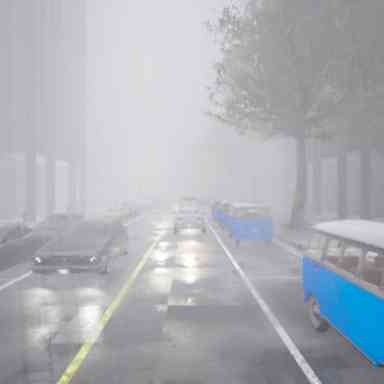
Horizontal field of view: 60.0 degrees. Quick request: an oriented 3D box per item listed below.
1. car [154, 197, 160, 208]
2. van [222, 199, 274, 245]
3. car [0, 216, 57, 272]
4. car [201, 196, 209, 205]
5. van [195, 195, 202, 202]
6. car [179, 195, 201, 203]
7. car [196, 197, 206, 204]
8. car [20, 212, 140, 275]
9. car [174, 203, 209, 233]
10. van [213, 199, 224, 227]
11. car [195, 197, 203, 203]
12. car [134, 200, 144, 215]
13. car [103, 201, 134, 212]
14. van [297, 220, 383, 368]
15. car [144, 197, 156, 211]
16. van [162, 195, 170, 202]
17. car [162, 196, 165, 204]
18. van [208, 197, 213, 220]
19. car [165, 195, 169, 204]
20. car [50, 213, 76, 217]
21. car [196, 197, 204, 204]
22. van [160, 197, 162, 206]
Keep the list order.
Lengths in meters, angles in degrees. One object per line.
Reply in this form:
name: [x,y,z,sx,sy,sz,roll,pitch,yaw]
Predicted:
car: [-6.361,1.807,49.139,2.008,1.369,4.403,0,0,-1]
van: [2.581,1.403,15.543,1.690,1.788,3.998,0,0,-1]
car: [-5.873,1.632,9.811,1.947,1.339,4.313,0,0,-1]
car: [2.092,1.570,54.869,2.192,1.841,5.009,0,0,-1]
van: [1.674,1.774,88.575,1.690,1.788,3.998,0,0,-1]
car: [-0.381,1.407,39.171,2.150,2.045,5.566,0,0,-1]
car: [1.884,1.893,71.721,2.008,1.369,4.403,0,0,-1]
car: [-3.214,1.609,10.923,2.033,1.411,5.357,0,0,-1]
car: [-0.151,1.620,20.458,1.812,1.442,4.674,0,0,-1]
van: [2.511,1.429,21.161,1.690,1.788,3.998,0,0,-1]
car: [1.743,1.929,83.127,1.752,1.417,4.829,0,0,-1]
car: [-6.152,1.612,32.285,1.967,1.590,4.097,0,0,-1]
car: [-6.080,1.669,26.496,1.752,1.417,4.829,0,0,-1]
van: [2.720,1.351,4.307,1.690,1.788,3.998,0,0,-1]
car: [-6.291,1.778,43.521,2.008,1.369,4.403,0,0,-1]
van: [-6.850,1.804,88.468,1.690,1.788,3.998,0,0,-1]
car: [-6.500,1.858,60.375,1.887,1.381,4.507,0,0,-1]
van: [2.441,1.456,26.779,1.690,1.788,3.998,0,0,-1]
car: [-6.641,1.812,71.612,1.967,1.590,4.097,0,0,-1]
car: [-5.943,1.658,15.429,1.947,1.339,4.313,0,0,-1]
car: [1.812,1.898,77.509,1.752,1.417,4.829,0,0,-1]
van: [-6.432,1.625,54.759,1.690,1.788,3.998,0,0,-1]
